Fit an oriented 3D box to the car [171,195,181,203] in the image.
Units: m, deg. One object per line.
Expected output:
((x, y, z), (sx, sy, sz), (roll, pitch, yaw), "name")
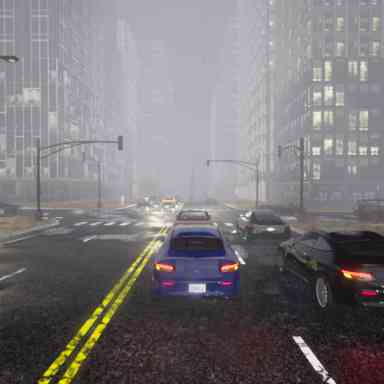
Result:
((-3.353, 1.418, 69.106), (1.882, 1.535, 5.008), (0, 0, 0), "car")

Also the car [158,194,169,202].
((-6.614, 1.285, 76.818), (2.097, 1.767, 4.553), (0, 0, 0), "car")

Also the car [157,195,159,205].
((-6.666, 1.460, 57.539), (1.837, 1.490, 4.892), (0, 0, 0), "car")

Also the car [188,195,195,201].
((-0.117, 1.466, 78.940), (2.033, 1.411, 5.357), (0, 0, 0), "car")

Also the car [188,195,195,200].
((-0.132, 1.505, 89.096), (1.895, 1.301, 4.718), (0, 0, 0), "car")

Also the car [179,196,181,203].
((-3.414, 1.554, 58.578), (1.895, 1.301, 4.718), (0, 0, 0), "car")

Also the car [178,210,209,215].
((0.077, 1.591, 17.302), (1.895, 1.301, 4.718), (0, 0, 0), "car")

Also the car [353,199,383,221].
((16.161, 1.520, 27.883), (5.009, 1.841, 2.192), (1, 0, 1), "car")

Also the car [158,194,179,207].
((-3.416, 1.442, 49.199), (1.882, 1.535, 5.008), (0, 0, 0), "car")

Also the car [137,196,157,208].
((-6.668, 1.513, 47.801), (2.033, 1.411, 5.357), (0, 0, 0), "car")

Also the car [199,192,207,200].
((3.118, 1.134, 89.518), (2.150, 2.045, 5.566), (0, 0, 0), "car")

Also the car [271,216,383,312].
((3.340, 1.522, 7.571), (1.812, 1.442, 4.674), (0, 0, 0), "car")

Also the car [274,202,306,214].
((9.128, 1.642, 34.243), (4.718, 1.301, 1.895), (1, 1, 9), "car")

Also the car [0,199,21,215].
((-18.506, 1.358, 30.974), (4.892, 1.490, 1.837), (1, 1, 2), "car")

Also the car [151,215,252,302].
((0.089, 1.522, 8.136), (1.812, 1.442, 4.674), (0, 0, 0), "car")

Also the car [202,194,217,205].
((3.264, 1.518, 58.795), (1.994, 1.385, 4.181), (0, 0, 0), "car")

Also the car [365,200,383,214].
((21.757, 1.643, 36.178), (4.829, 1.417, 1.752), (1, 0, 1), "car")

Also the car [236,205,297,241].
((3.330, 1.555, 16.140), (1.994, 1.385, 4.181), (0, 0, -1), "car")

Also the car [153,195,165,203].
((-6.623, 1.448, 66.893), (1.837, 1.490, 4.892), (0, 0, 0), "car")
